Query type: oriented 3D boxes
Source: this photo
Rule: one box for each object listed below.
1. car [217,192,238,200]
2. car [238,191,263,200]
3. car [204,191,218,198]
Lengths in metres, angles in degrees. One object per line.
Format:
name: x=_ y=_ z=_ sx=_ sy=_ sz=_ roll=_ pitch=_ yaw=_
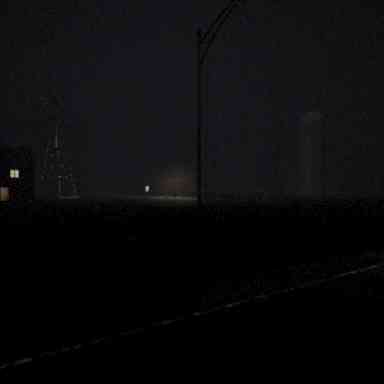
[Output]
car: x=8.092 y=0.850 z=69.776 sx=1.837 sy=1.490 sz=4.892 roll=-1 pitch=1 yaw=-36
car: x=12.353 y=0.677 z=68.570 sx=2.097 sy=1.767 sz=4.553 roll=-1 pitch=1 yaw=-36
car: x=4.749 y=0.453 z=79.103 sx=2.097 sy=1.767 sz=4.553 roll=-1 pitch=1 yaw=-36
